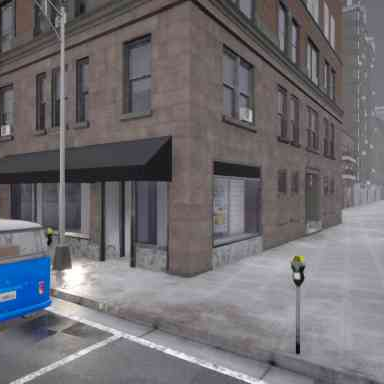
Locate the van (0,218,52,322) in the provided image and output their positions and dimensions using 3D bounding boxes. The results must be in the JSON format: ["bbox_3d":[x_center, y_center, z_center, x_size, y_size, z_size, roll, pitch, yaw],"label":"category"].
[{"bbox_3d":[-4.298,1.340,6.085,3.998,1.788,1.690,0,0,35],"label":"van"}]
